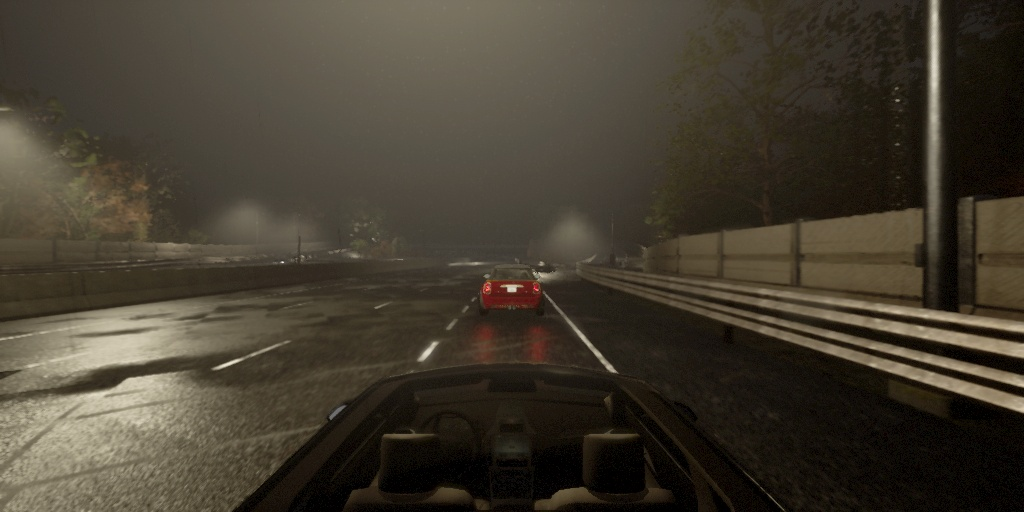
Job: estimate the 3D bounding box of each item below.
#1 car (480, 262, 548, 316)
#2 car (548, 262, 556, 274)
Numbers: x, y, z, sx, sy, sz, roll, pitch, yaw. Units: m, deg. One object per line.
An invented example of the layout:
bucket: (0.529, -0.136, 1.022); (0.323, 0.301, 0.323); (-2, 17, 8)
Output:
car: (0.004, 1.111, 13.628); (2.097, 1.767, 4.553); (0, 0, 0)
car: (4.338, 1.549, 45.906); (2.128, 1.511, 4.902); (0, -1, 18)
